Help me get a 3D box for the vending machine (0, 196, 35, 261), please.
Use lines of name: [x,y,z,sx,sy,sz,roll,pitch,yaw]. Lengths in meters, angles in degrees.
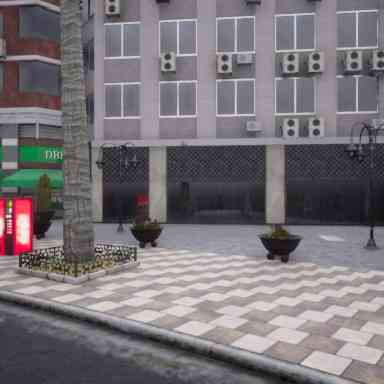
vending machine: [-6.203,1.195,11.454,0.880,2.100,1.100,0,0,23]
